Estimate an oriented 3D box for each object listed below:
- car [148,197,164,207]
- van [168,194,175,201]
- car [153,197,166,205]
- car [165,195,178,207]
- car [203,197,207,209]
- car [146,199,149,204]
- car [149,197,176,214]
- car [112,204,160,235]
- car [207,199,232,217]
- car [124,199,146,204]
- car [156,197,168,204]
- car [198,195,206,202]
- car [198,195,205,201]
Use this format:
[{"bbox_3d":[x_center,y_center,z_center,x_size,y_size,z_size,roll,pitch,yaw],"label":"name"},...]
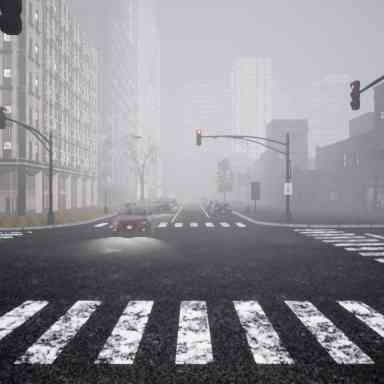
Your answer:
[{"bbox_3d":[-5.720,1.575,53.019,2.008,1.369,4.403,0,0,0],"label":"car"},{"bbox_3d":[-5.743,1.414,91.805,1.690,1.788,3.998,0,0,0],"label":"van"},{"bbox_3d":[-5.724,1.594,58.559,1.947,1.339,4.313,0,0,0],"label":"car"},{"bbox_3d":[-3.119,1.585,50.931,1.994,1.385,4.181,0,0,0],"label":"car"},{"bbox_3d":[2.667,1.598,41.943,1.802,1.307,4.206,0,0,0],"label":"car"},{"bbox_3d":[-5.714,1.541,41.767,1.752,1.417,4.829,0,0,0],"label":"car"},{"bbox_3d":[-3.119,1.576,35.819,1.994,1.385,4.181,0,0,0],"label":"car"},{"bbox_3d":[-3.111,1.567,18.543,1.994,1.385,4.181,0,0,0],"label":"car"},{"bbox_3d":[2.674,1.554,30.860,1.887,1.381,4.507,0,0,0],"label":"car"},{"bbox_3d":[-5.707,1.591,30.855,1.802,1.307,4.206,0,0,0],"label":"car"},{"bbox_3d":[-5.727,1.600,64.101,1.947,1.339,4.313,0,0,0],"label":"car"},{"bbox_3d":[2.647,1.600,75.187,2.008,1.369,4.403,0,0,0],"label":"car"},{"bbox_3d":[2.637,1.639,91.810,1.947,1.339,4.313,0,0,0],"label":"car"}]
